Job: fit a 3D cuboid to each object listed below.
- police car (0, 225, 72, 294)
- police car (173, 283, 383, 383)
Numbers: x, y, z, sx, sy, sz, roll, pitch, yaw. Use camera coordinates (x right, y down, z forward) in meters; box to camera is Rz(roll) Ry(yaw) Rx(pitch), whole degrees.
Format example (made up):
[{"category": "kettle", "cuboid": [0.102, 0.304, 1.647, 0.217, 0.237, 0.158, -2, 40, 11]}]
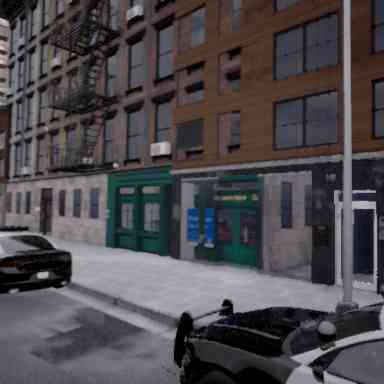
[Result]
[{"category": "police car", "cuboid": [-5.355, 1.781, 9.521, 5.238, 1.638, 1.930, -1, -4, 43]}, {"category": "police car", "cuboid": [1.976, 1.602, 2.722, 5.238, 1.638, 1.930, -1, -4, 43]}]
